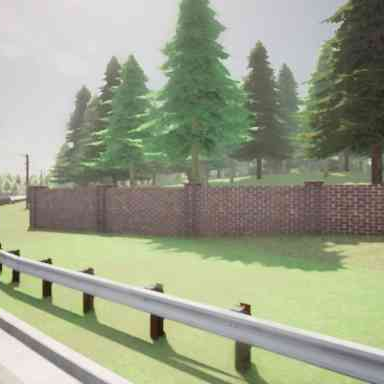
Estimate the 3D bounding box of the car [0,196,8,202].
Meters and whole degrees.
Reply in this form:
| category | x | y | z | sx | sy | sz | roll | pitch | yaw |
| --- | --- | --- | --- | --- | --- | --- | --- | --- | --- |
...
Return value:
| category | x | y | z | sx | sy | sz | roll | pitch | yaw |
| --- | --- | --- | --- | --- | --- | --- | --- | --- | --- |
| car | -44.145 | 1.871 | 76.140 | 2.033 | 1.411 | 5.357 | 0 | 0 | -22 |
